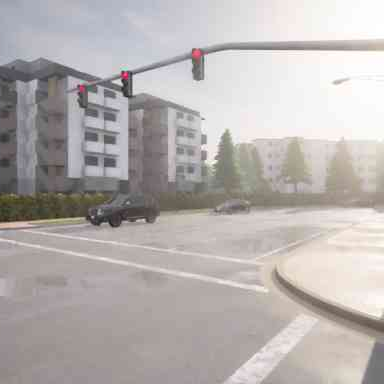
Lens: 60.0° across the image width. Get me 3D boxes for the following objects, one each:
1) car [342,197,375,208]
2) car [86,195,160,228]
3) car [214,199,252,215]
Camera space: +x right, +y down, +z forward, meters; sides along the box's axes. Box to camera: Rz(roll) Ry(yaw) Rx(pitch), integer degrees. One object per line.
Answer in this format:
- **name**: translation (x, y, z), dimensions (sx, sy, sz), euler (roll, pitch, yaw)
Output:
- **car**: translation (23.668, 1.493, 47.212), dimensions (4.902, 1.511, 2.128), euler (0, 0, -20)
- **car**: translation (-4.593, 1.222, 23.032), dimensions (2.150, 2.045, 5.566), euler (0, 0, 35)
- **car**: translation (4.259, 1.491, 34.401), dimensions (2.128, 1.511, 4.902), euler (0, 0, 44)
